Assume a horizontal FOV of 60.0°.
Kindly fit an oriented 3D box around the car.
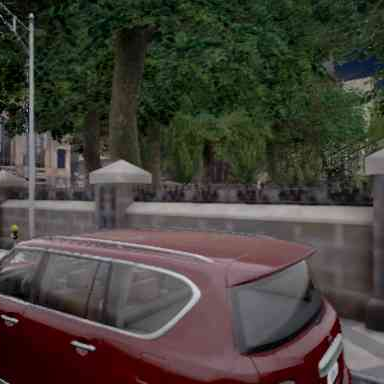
[{"bbox_3d":[-0.984,1.319,3.666,5.009,1.841,2.192,0,0,35],"label":"car"}]
